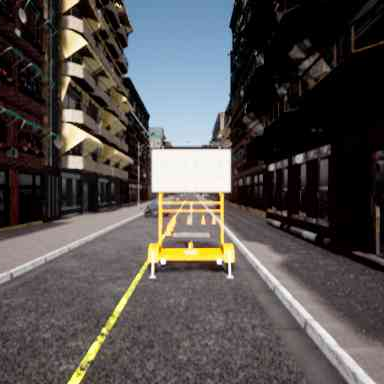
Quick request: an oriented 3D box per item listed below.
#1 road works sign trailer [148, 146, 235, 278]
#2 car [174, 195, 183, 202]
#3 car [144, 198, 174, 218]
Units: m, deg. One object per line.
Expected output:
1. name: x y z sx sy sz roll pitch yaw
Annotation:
1. road works sign trailer: -0.021 0.431 9.988 2.380 3.560 2.880 0 0 0
2. car: -2.900 1.343 68.893 1.812 1.442 4.674 0 0 0
3. car: -2.910 1.475 28.606 1.994 1.385 4.181 0 0 0
